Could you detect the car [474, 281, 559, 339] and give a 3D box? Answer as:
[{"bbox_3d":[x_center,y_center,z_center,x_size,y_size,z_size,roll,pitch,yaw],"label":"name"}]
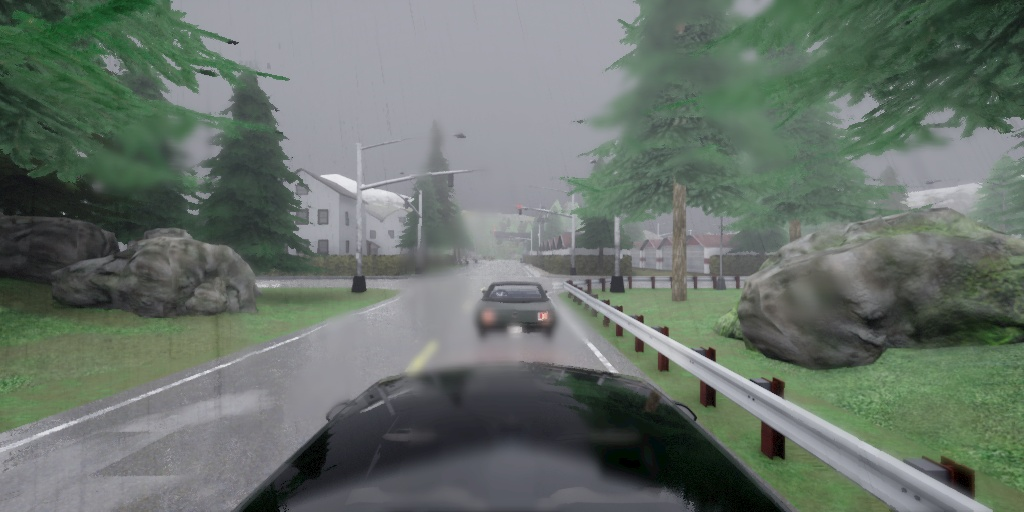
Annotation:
[{"bbox_3d":[0.106,1.351,10.081,1.895,1.301,4.718,0,0,0],"label":"car"}]
